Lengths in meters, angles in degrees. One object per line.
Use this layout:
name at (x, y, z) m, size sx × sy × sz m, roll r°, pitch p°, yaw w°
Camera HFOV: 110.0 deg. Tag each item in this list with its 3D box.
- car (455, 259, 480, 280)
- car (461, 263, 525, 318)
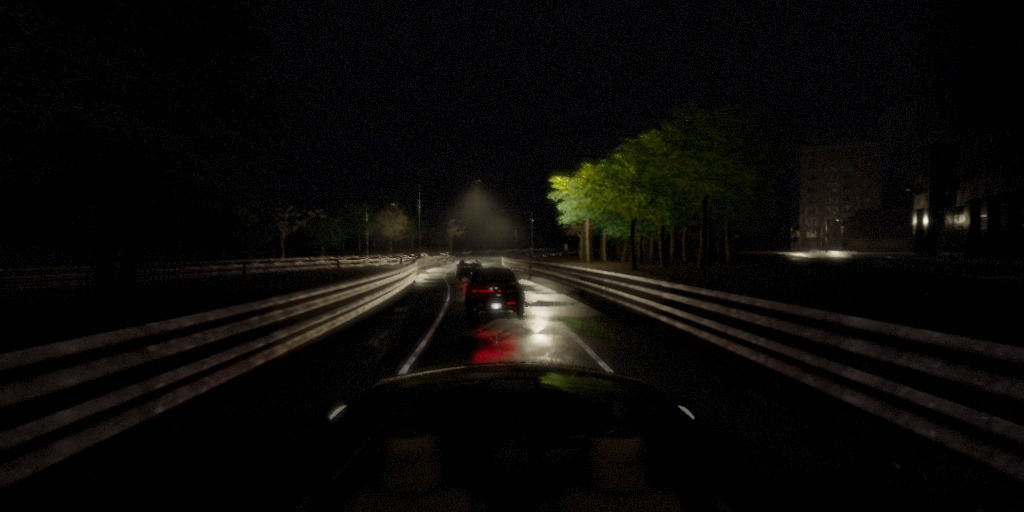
car at (-3.307, 0.977, 27.941) m, size 2.128 × 1.511 × 4.902 m, roll -1°, pitch 1°, yaw -11°
car at (-0.688, 1.153, 12.573) m, size 1.837 × 1.490 × 4.892 m, roll 0°, pitch 0°, yaw -6°
